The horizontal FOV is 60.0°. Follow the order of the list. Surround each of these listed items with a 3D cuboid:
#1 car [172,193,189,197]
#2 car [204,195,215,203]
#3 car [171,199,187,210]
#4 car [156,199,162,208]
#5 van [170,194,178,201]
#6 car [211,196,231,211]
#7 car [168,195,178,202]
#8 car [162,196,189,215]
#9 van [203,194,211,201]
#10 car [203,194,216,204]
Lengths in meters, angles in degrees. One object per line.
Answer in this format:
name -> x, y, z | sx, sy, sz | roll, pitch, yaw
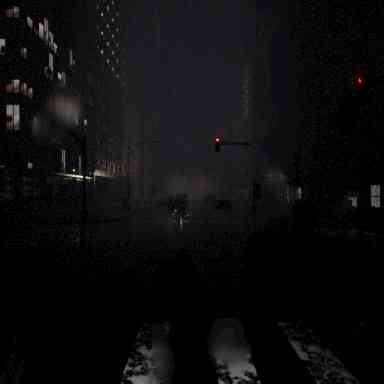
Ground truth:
car -> -1.667, 1.228, 54.139 | 2.150, 2.045, 5.566 | 0, 0, 0
car -> 3.641, 1.432, 69.434 | 1.967, 1.590, 4.097 | 0, 0, 0
car -> -1.615, 1.613, 43.644 | 1.895, 1.301, 4.718 | 0, 0, 0
car -> -4.107, 1.592, 47.277 | 1.802, 1.307, 4.206 | 0, 0, 0
van -> -4.305, 1.321, 80.442 | 1.690, 1.788, 3.998 | 0, 0, 0
car -> 3.855, 1.579, 41.797 | 1.947, 1.339, 4.313 | 0, 0, 0
car -> -4.272, 1.426, 74.915 | 1.967, 1.590, 4.097 | 0, 0, 0
car -> -1.569, 1.508, 33.724 | 2.128, 1.511, 4.902 | 0, 0, -1
van -> 3.575, 1.321, 80.489 | 1.690, 1.788, 3.998 | 0, 0, 0
car -> 3.674, 1.312, 63.906 | 2.192, 1.841, 5.009 | 0, 0, 0
